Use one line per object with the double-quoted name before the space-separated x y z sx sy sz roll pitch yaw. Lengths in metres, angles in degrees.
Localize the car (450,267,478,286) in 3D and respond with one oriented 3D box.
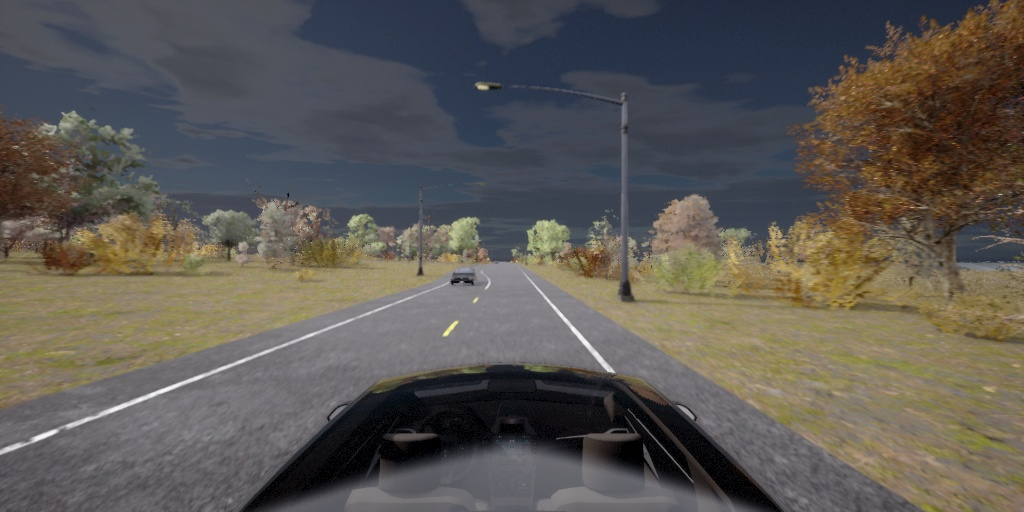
"car" -3.747 1.550 28.687 2.033 1.411 5.357 0 -1 -2
